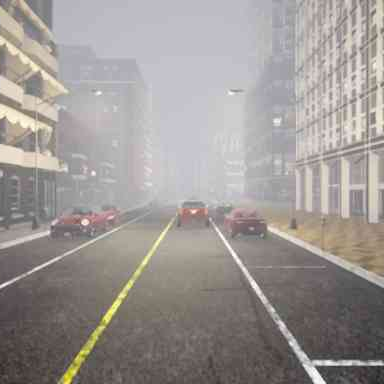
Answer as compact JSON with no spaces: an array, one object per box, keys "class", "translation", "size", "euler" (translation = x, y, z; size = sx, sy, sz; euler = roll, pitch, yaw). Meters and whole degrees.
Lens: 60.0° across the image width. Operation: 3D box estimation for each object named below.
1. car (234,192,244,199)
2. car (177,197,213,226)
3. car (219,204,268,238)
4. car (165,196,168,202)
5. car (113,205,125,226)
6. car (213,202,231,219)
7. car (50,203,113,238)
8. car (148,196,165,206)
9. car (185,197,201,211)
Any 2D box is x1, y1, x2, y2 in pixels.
[{"class":"car","translation":[14.657,0.926,89.622],"size":[5.009,1.841,2.192],"euler":[-1,1,-1]},{"class":"car","translation":[0.093,1.317,23.170],"size":[2.097,1.767,4.553],"euler":[0,0,0]},{"class":"car","translation":[2.682,1.518,17.199],"size":[1.887,1.381,4.507],"euler":[0,0,0]},{"class":"car","translation":[-5.714,1.478,56.736],"size":[2.008,1.369,4.403],"euler":[0,0,0]},{"class":"car","translation":[-5.700,1.547,22.845],"size":[1.802,1.307,4.206],"euler":[0,0,0]},{"class":"car","translation":[2.677,1.508,28.497],"size":[2.008,1.369,4.403],"euler":[0,0,0]},{"class":"car","translation":[-5.698,1.414,17.196],"size":[1.967,1.590,4.097],"euler":[0,0,0]},{"class":"car","translation":[-5.712,1.483,51.088],"size":[2.008,1.369,4.403],"euler":[0,0,0]},{"class":"car","translation":[0.084,1.419,41.457],"size":[1.882,1.535,5.008],"euler":[0,0,0]}]
